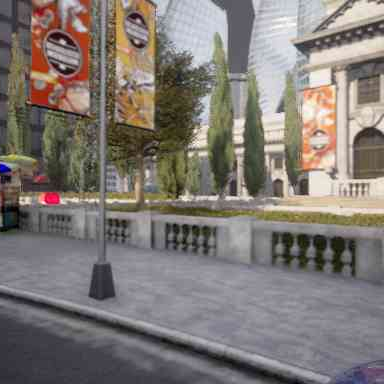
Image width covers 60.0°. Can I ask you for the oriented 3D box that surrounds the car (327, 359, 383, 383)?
[{"bbox_3d":[2.837,1.545,1.146,4.674,1.442,1.812,0,0,39],"label":"car"}]
